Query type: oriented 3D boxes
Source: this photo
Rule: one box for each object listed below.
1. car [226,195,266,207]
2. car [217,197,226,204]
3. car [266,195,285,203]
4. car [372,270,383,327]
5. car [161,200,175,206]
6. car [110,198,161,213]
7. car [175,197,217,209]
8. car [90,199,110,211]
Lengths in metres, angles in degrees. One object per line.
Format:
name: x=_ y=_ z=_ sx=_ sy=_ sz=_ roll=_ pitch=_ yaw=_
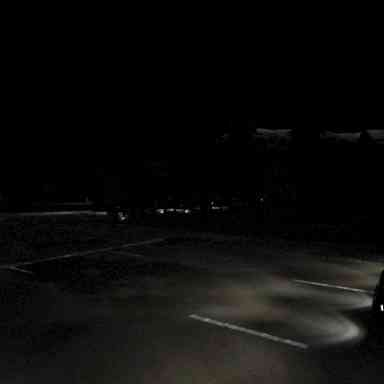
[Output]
car: x=7.948 y=1.419 z=48.737 sx=4.902 sy=1.511 sz=2.128 roll=0 pitch=0 yaw=-35
car: x=4.615 y=1.458 z=50.789 sx=5.357 sy=1.411 sz=2.033 roll=0 pitch=0 yaw=-37
car: x=12.727 y=1.278 z=55.858 sx=4.553 sy=1.767 sz=2.097 roll=0 pitch=0 yaw=-28
car: x=5.100 y=1.352 z=4.607 sx=4.553 sy=1.767 sz=2.097 roll=0 pitch=0 yaw=36
car: x=-2.785 y=1.425 z=44.691 sx=4.674 sy=1.442 sz=1.812 roll=0 pitch=0 yaw=-42
car: x=-6.080 y=1.414 z=36.510 sx=1.837 sy=1.490 sz=4.892 roll=0 pitch=0 yaw=43
car: x=0.567 y=1.421 z=43.002 sx=4.892 sy=1.490 sz=1.837 roll=0 pitch=0 yaw=-41
car: x=-9.238 y=1.494 z=38.316 sx=1.895 sy=1.301 sz=4.718 roll=0 pitch=0 yaw=43
